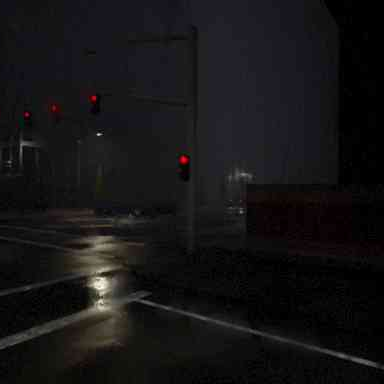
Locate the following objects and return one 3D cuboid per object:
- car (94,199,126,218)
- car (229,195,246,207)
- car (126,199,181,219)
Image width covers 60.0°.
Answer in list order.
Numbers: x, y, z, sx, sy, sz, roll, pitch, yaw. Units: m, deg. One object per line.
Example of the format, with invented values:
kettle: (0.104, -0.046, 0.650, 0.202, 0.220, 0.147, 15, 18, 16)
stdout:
car: (-6.404, 1.391, 29.671, 1.882, 1.535, 5.008, 0, 0, 36)
car: (7.274, 1.265, 48.644, 2.097, 1.767, 4.553, 0, 0, 36)
car: (-2.912, 1.427, 28.533, 2.128, 1.511, 4.902, 0, 0, 36)
